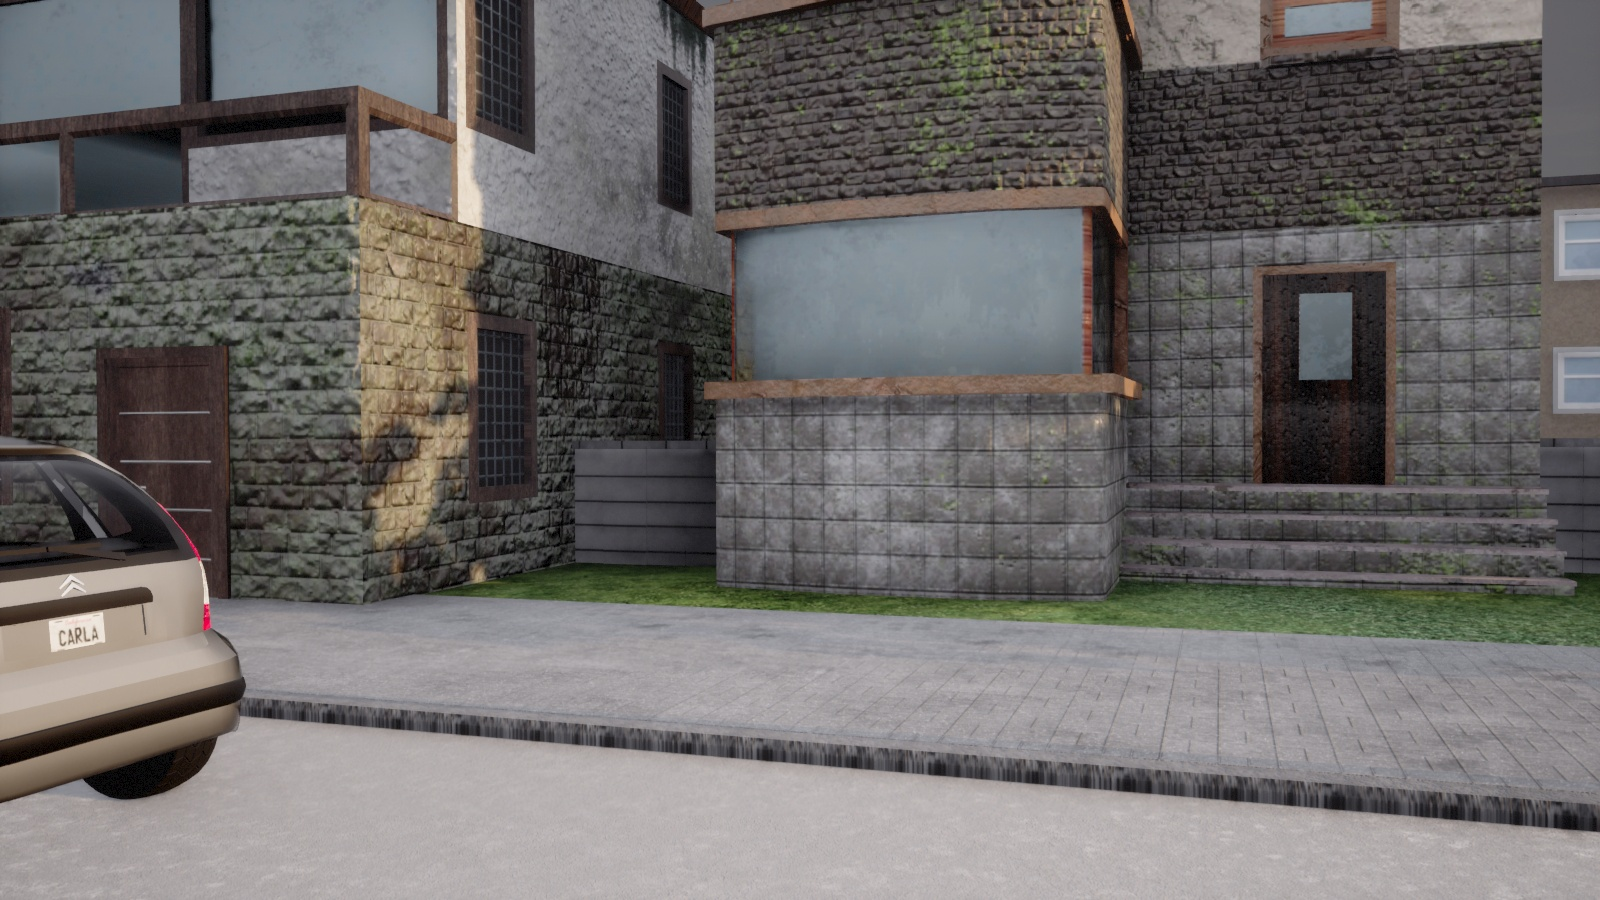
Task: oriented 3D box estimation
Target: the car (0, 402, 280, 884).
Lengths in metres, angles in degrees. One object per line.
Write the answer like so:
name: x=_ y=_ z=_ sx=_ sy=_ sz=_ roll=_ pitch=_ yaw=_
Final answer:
car: x=-4.446 y=0.625 z=5.213 sx=3.988 sy=1.617 sz=1.851 roll=1 pitch=1 yaw=19
